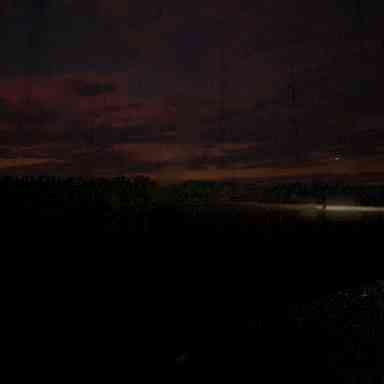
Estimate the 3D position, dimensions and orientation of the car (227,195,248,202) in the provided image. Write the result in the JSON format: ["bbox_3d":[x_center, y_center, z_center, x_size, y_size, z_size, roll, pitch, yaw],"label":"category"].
[{"bbox_3d":[9.521,1.349,69.992,1.895,1.301,4.718,-1,0,-35],"label":"car"}]
